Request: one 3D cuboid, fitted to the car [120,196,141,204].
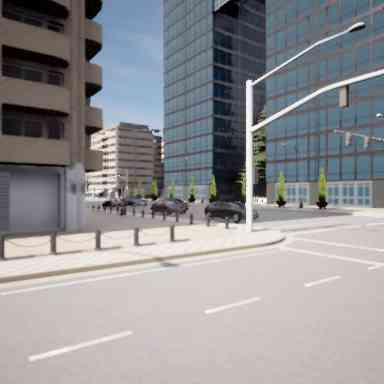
[{"bbox_3d":[-12.197,1.480,65.596,2.033,1.411,5.357,0,0,-35],"label":"car"}]

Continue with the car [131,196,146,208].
[{"bbox_3d":[-8.029,1.427,47.114,2.128,1.511,4.902,0,0,-34],"label":"car"}]

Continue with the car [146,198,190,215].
[{"bbox_3d":[-2.379,1.463,32.913,1.812,1.442,4.674,0,0,-35],"label":"car"}]

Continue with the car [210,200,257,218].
[{"bbox_3d":[3.700,1.499,30.402,1.994,1.385,4.181,0,0,-36],"label":"car"}]

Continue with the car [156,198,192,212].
[{"bbox_3d":[-2.148,1.440,38.679,1.837,1.490,4.892,0,0,-35],"label":"car"}]

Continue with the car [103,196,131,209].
[{"bbox_3d":[-10.213,1.501,44.117,1.994,1.385,4.181,0,0,-35],"label":"car"}]

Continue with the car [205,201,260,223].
[{"bbox_3d":[2.969,1.441,25.412,1.837,1.490,4.892,0,0,-37],"label":"car"}]
